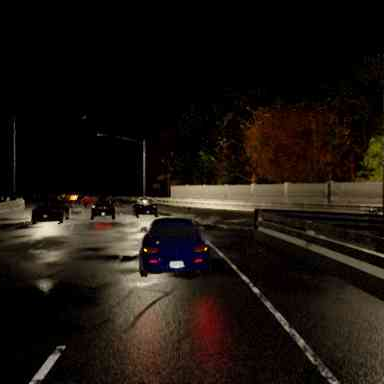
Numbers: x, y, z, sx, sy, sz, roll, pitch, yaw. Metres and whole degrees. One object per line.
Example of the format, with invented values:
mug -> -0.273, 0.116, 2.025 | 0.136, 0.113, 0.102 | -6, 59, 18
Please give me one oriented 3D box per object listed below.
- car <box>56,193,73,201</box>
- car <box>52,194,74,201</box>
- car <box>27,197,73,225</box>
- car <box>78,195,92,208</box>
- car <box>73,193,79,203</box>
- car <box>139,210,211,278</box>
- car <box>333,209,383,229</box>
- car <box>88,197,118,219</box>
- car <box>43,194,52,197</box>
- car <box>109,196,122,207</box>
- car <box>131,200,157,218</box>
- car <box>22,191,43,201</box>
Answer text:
car -> -28.378, 1.117, 73.996 | 1.882, 1.535, 5.008 | 0, 0, -43
car -> -17.243, 1.375, 44.294 | 1.837, 1.490, 4.892 | 0, 0, -24
car -> -10.032, 1.407, 23.839 | 1.882, 1.535, 5.008 | 0, 0, -13
car -> -14.066, 1.344, 45.760 | 1.882, 1.535, 5.008 | 0, 0, -24
car -> -20.936, 1.304, 64.280 | 2.128, 1.511, 4.902 | 0, 0, -34
car -> -0.569, 1.496, 9.991 | 1.812, 1.442, 4.674 | 0, 0, -5
car -> 9.246, 1.518, 16.421 | 1.994, 1.385, 4.181 | 0, 0, -43
car -> -7.549, 1.423, 28.143 | 1.837, 1.490, 4.892 | 0, 0, -15
car -> -30.999, 1.199, 71.676 | 1.994, 1.385, 4.181 | 0, 0, -43
car -> -11.572, 1.363, 48.648 | 1.837, 1.490, 4.892 | 0, 0, -27
car -> -4.217, 1.407, 29.176 | 2.128, 1.511, 4.902 | 0, 0, -15
car -> -33.640, 0.879, 69.377 | 2.150, 2.045, 5.566 | 0, 0, -43
